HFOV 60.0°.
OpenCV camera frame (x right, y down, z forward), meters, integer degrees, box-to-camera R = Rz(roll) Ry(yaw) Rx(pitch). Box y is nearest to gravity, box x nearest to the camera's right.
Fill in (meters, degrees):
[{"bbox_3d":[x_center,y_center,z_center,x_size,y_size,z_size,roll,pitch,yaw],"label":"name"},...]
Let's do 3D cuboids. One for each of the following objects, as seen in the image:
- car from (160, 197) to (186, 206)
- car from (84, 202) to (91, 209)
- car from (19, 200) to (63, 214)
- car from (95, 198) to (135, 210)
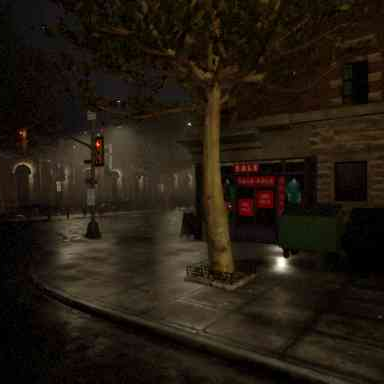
[{"bbox_3d":[-2.969,1.481,52.383,1.882,1.535,5.008,0,0,36],"label":"car"},{"bbox_3d":[-12.152,1.599,45.124,1.895,1.301,4.718,0,0,36],"label":"car"},{"bbox_3d":[-15.738,1.567,34.826,1.994,1.385,4.181,0,0,36],"label":"car"},{"bbox_3d":[-9.625,1.495,43.248,2.128,1.511,4.902,0,0,36],"label":"car"}]
